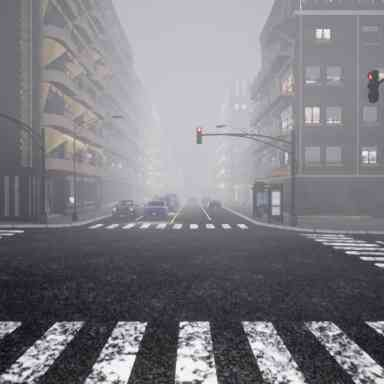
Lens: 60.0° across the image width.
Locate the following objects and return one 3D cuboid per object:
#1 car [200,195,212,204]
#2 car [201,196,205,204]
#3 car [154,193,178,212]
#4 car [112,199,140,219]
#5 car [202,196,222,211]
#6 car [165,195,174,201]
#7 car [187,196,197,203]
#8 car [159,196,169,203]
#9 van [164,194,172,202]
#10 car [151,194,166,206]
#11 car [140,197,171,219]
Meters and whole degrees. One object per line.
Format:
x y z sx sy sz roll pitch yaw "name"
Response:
2.637 1.435 62.995 1.967 1.590 4.097 0 0 0 "car"
2.651 1.540 46.078 1.887 1.381 4.507 0 0 0 "car"
-3.119 1.348 38.872 2.097 1.767 4.553 0 0 0 "car"
-5.717 1.437 29.161 1.967 1.590 4.097 0 0 0 "car"
2.655 1.547 40.440 2.008 1.369 4.403 0 0 0 "car"
-5.761 1.543 85.548 2.008 1.369 4.403 0 0 0 "car"
0.043 1.558 69.663 1.994 1.385 4.181 0 0 0 "car"
-5.748 1.520 68.462 1.752 1.417 4.829 0 0 0 "car"
-5.757 1.334 79.910 1.690 1.788 3.998 0 0 0 "van"
-5.740 1.310 57.354 2.192 1.841 5.009 0 0 0 "car"
-3.111 1.474 29.244 1.882 1.535 5.008 0 0 -1 "car"
